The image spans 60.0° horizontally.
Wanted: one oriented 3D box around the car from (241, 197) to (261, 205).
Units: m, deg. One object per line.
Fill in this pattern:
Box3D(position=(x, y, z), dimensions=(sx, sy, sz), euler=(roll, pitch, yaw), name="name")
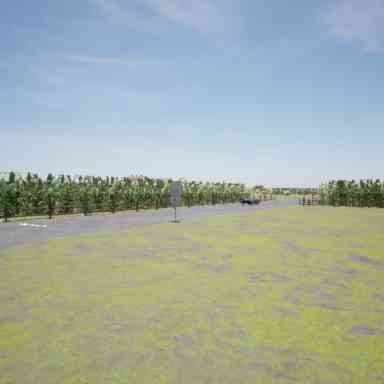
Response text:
Box3D(position=(10.115, 1.573, 56.885), dimensions=(1.895, 1.301, 4.718), euler=(0, 0, 31), name="car")
